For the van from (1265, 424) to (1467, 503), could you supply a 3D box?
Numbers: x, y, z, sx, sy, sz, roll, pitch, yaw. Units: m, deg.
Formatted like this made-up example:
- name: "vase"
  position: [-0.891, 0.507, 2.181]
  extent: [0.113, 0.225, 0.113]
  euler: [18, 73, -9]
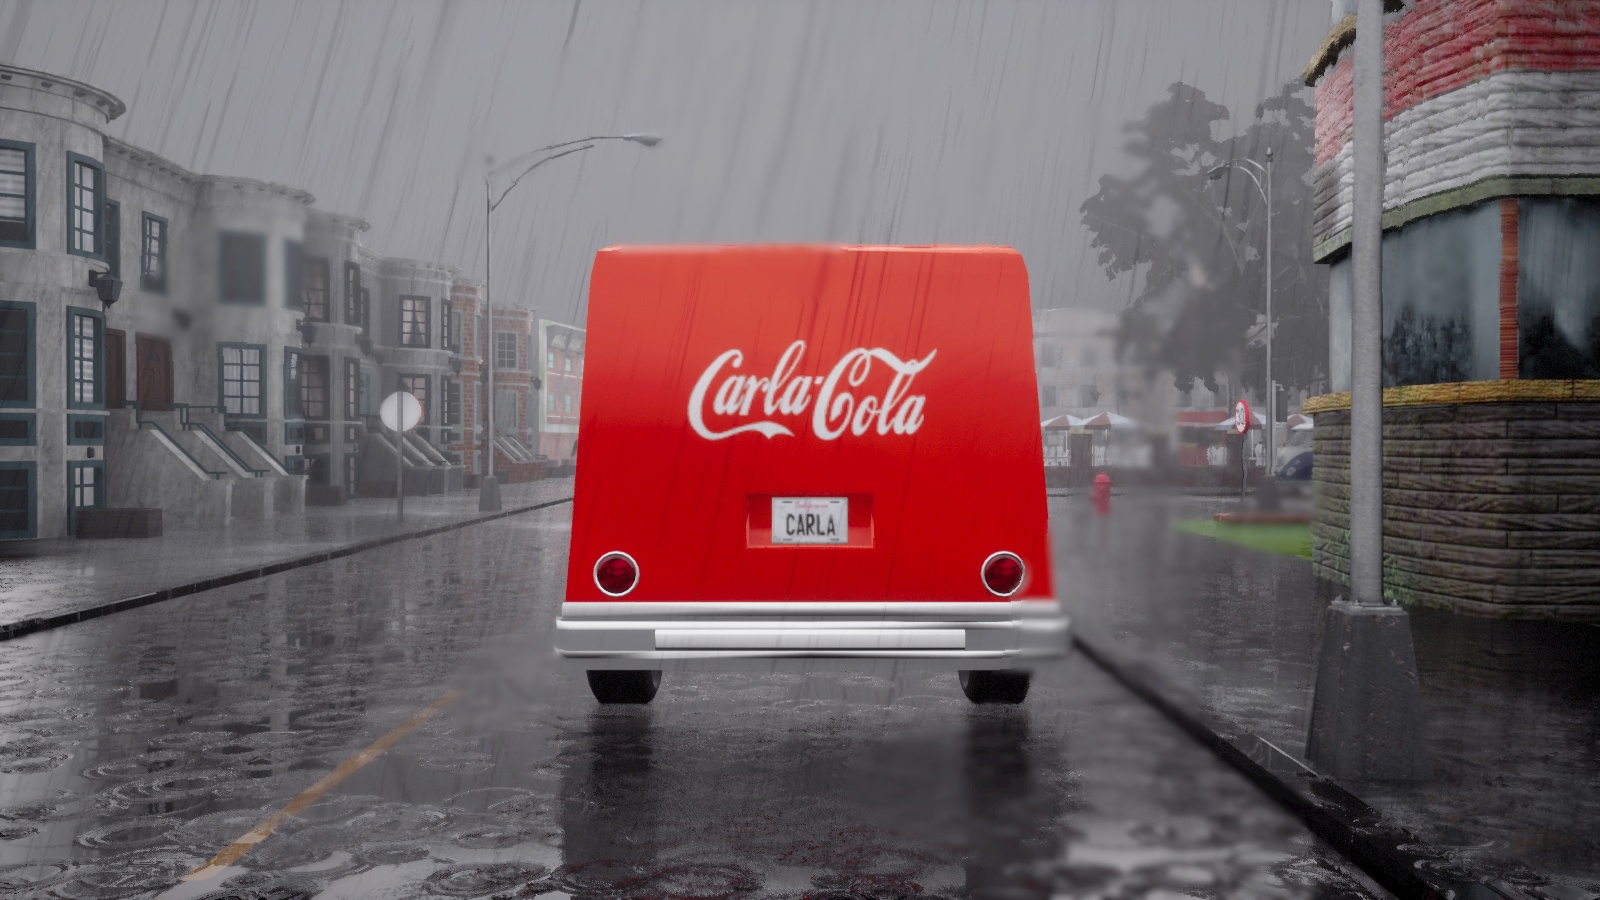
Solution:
- name: "van"
  position: [14.575, 0.327, 32.501]
  extent: [4.442, 1.987, 1.775]
  euler: [0, 0, 0]

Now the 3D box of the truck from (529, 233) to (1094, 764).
- name: "truck"
  position: [0.065, 0.212, 8.449]
  extent: [2.627, 2.467, 5.204]
  euler: [0, 0, 0]
